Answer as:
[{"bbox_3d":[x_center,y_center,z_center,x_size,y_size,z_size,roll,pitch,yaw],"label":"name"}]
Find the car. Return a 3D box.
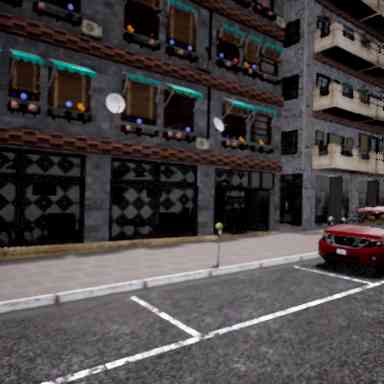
[{"bbox_3d":[6.378,1.435,11.085,5.009,1.841,2.192,1,1,-35],"label":"car"}]
